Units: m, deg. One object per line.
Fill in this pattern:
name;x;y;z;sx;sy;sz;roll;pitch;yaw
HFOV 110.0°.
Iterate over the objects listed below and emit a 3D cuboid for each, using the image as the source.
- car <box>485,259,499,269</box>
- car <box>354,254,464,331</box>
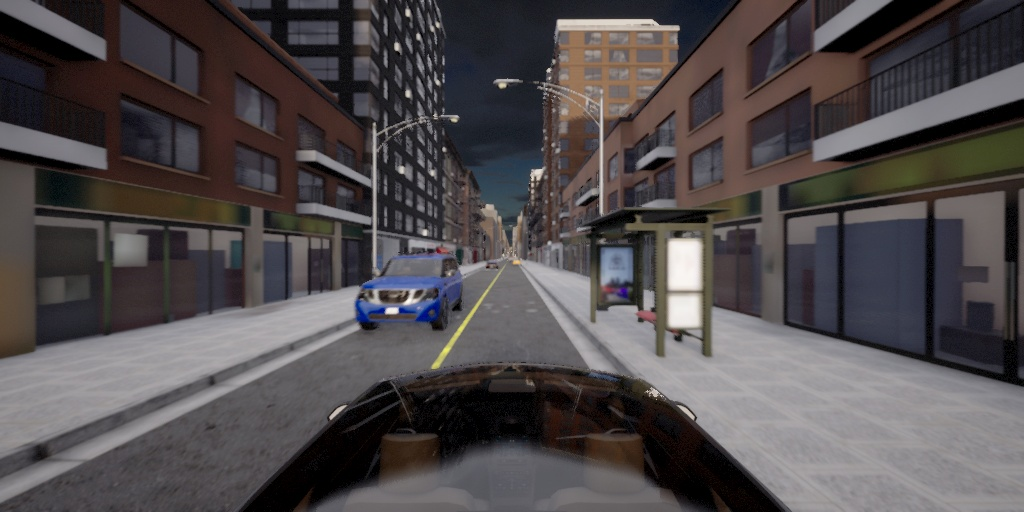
car;-2.828;1.185;52.837;2.033;1.411;5.357;0;0;1
car;-2.853;0.944;11.281;2.150;2.045;5.566;0;0;0
